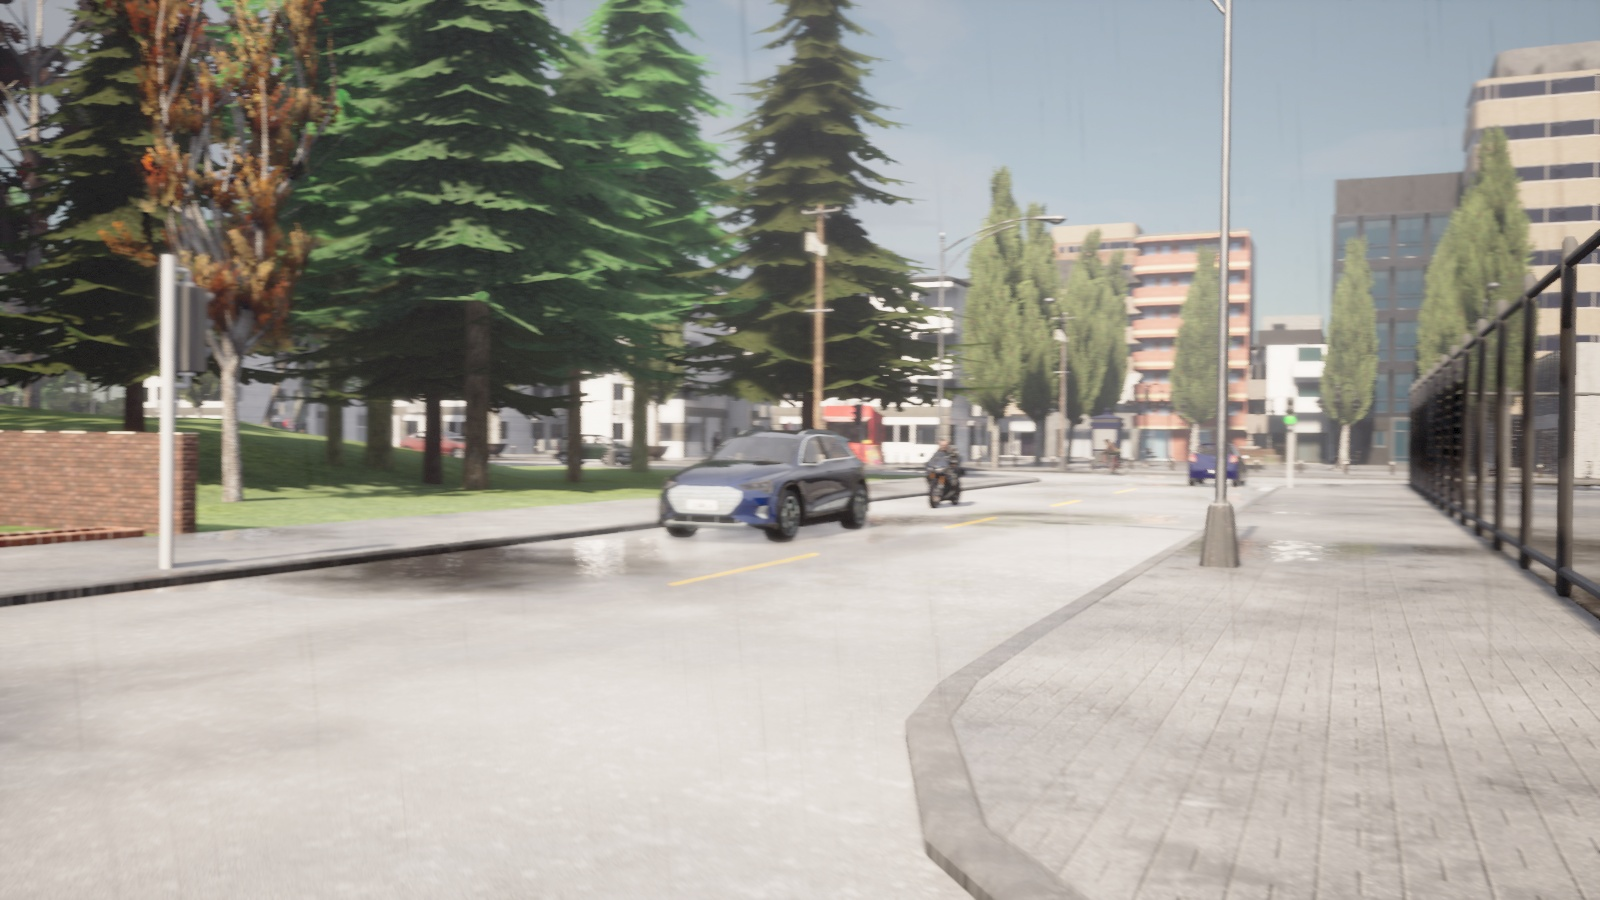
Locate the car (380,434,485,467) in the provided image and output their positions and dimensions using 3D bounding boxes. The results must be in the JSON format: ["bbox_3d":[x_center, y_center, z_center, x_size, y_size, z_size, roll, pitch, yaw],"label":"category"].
[{"bbox_3d":[-19.128,0.013,65.423,5.027,1.651,2.152,0,1,23],"label":"car"}]

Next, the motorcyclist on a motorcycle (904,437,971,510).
[{"bbox_3d":[3.064,0.489,27.790,0.866,1.530,2.191,0,1,23],"label":"motorcyclist on a motorcycle"}]

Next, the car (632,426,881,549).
[{"bbox_3d":[-0.491,0.483,19.516,2.033,1.649,4.856,0,1,23],"label":"car"}]

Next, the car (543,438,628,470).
[{"bbox_3d":[-10.554,0.196,61.744,3.705,1.549,1.789,0,1,23],"label":"car"}]

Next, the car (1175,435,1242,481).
[{"bbox_3d":[14.261,0.251,43.702,1.845,1.501,3.633,0,1,24],"label":"car"}]

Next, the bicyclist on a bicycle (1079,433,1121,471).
[{"bbox_3d":[13.184,0.089,55.197,1.656,1.620,0.582,0,2,41],"label":"bicyclist on a bicycle"}]
